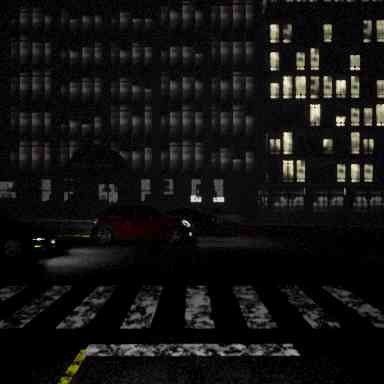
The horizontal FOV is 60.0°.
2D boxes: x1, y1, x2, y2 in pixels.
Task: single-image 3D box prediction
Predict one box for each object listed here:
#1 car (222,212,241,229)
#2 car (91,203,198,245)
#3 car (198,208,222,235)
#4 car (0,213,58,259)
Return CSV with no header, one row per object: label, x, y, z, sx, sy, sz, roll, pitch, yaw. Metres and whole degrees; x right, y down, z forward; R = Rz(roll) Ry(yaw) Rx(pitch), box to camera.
car,0.763,1.690,21.861,4.718,1.301,1.895,1,-1,1
car,-2.118,1.368,15.179,4.553,1.767,2.097,0,0,1
car,-0.854,1.569,18.611,4.674,1.442,1.812,0,-1,0
car,-7.403,1.459,11.994,4.892,1.490,1.837,2,-1,1
